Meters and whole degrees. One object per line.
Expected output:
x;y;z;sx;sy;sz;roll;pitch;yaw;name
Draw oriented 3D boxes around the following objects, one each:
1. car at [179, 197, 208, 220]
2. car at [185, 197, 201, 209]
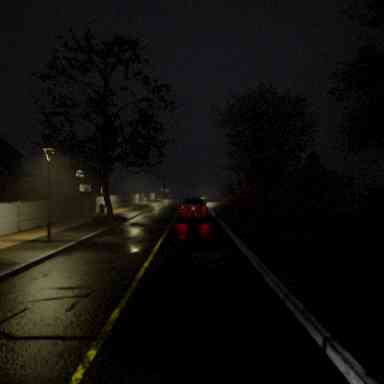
0.103;1.178;25.843;2.097;1.767;4.553;0;1;0;car
0.106;1.321;41.776;1.895;1.301;4.718;0;0;0;car
